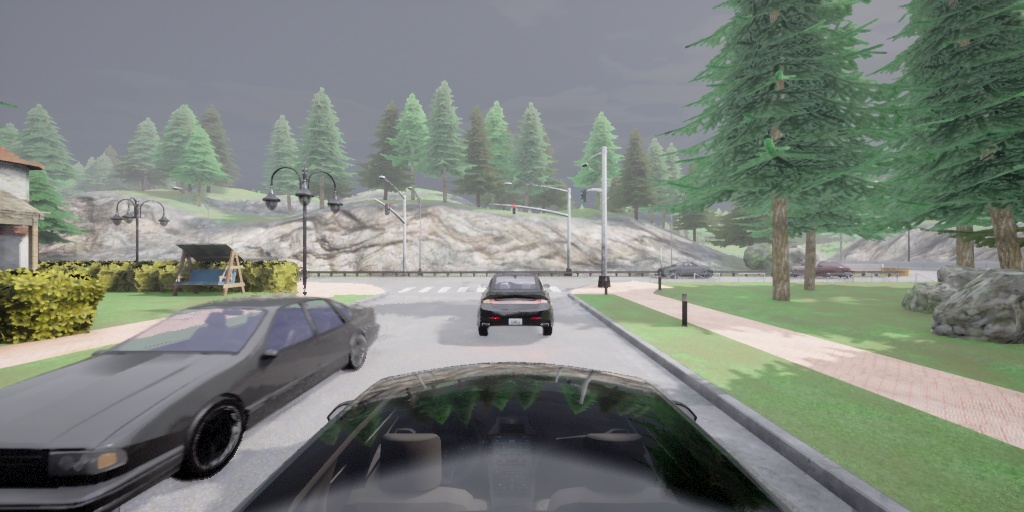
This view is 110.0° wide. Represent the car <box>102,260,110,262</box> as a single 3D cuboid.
[{"bbox_3d":[-28.276,1.065,25.904,5.008,1.535,1.882,0,0,0],"label":"car"}]

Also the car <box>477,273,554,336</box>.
[{"bbox_3d":[0.098,1.242,10.370,2.128,1.511,4.902,0,0,1],"label":"car"}]

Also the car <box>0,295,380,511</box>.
[{"bbox_3d":[-3.580,1.297,4.959,2.033,1.411,5.357,0,0,0],"label":"car"}]

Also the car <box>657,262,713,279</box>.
[{"bbox_3d":[14.183,1.151,29.496,4.181,1.385,1.994,0,0,0],"label":"car"}]

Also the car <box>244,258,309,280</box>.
[{"bbox_3d":[-17.209,0.939,25.878,4.553,1.767,2.097,0,0,0],"label":"car"}]

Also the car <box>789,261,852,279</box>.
[{"bbox_3d":[25.113,1.113,29.433,4.674,1.442,1.812,0,0,0],"label":"car"}]
